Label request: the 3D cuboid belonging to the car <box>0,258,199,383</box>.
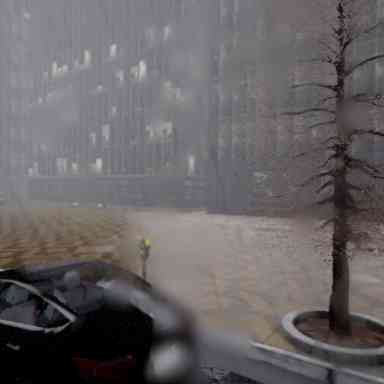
[{"bbox_3d":[-1.915,1.548,4.230,4.313,1.339,1.947,0,1,35],"label":"car"}]
